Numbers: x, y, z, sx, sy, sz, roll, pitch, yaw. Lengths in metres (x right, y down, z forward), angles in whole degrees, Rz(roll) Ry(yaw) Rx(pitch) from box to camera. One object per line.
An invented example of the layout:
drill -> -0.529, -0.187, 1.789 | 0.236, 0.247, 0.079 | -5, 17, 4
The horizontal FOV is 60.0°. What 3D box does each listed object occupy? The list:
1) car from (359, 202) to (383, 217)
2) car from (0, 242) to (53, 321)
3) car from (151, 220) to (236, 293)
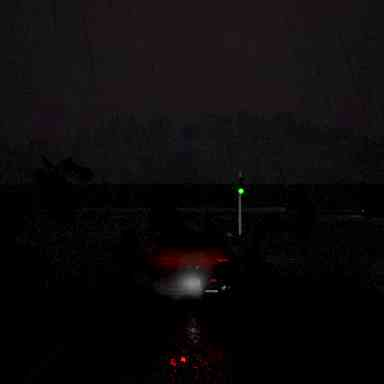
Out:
car -> 18.208, 1.617, 31.511 | 4.181, 1.385, 1.994 | 0, 0, 0
car -> -4.079, 1.573, 5.668 | 1.994, 1.385, 4.181 | 0, 0, 0
car -> 0.057, 1.521, 8.865 | 1.837, 1.490, 4.892 | 0, 0, 1
